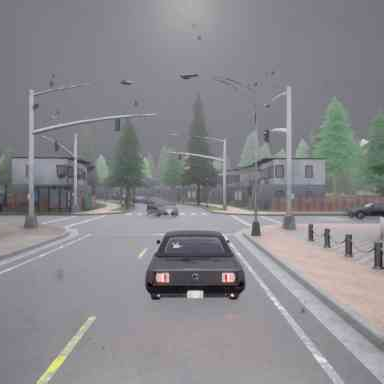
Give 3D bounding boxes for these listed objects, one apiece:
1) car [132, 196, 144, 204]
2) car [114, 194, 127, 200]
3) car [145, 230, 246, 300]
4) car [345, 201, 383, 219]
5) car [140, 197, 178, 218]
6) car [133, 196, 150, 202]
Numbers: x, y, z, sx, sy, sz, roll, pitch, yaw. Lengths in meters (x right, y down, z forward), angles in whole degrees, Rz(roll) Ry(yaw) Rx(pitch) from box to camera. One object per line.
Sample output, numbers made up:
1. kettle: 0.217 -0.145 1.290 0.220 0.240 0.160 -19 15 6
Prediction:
1. car: -9.975 1.492 62.221 1.812 1.442 4.674 0 0 -23
2. car: -16.972 1.322 80.005 4.674 1.442 1.812 0 0 45
3. car: 0.032 1.601 8.349 1.895 1.301 4.718 0 0 -1
4. car: 15.403 1.510 28.078 4.674 1.442 1.812 0 0 1
5. car: -2.817 1.470 29.832 2.128 1.511 4.902 -1 0 -23
6. car: -10.968 1.505 71.945 1.994 1.385 4.181 0 0 -36
